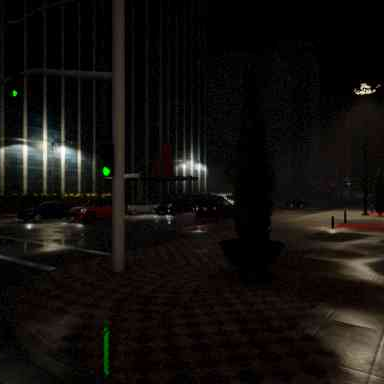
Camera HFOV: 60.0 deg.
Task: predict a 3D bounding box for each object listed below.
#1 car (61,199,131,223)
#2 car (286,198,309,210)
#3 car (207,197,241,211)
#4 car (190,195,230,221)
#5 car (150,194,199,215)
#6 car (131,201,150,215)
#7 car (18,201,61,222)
[{"bbox_3d":[-7.400,1.352,25.952,2.097,1.767,4.553,0,0,35],"label":"car"},{"bbox_3d":[14.025,1.504,44.113,1.837,1.490,4.892,0,0,35],"label":"car"},{"bbox_3d":[4.129,1.491,42.470,2.128,1.511,4.902,0,0,35],"label":"car"},{"bbox_3d":[2.230,1.352,27.181,2.097,1.767,4.553,0,0,35],"label":"car"},{"bbox_3d":[-1.711,1.352,34.113,2.097,1.767,4.553,0,0,35],"label":"car"},{"bbox_3d":[-5.573,1.601,34.699,1.895,1.301,4.718,0,0,35],"label":"car"},{"bbox_3d":[-11.235,1.478,26.574,1.882,1.535,5.008,0,0,35],"label":"car"}]
